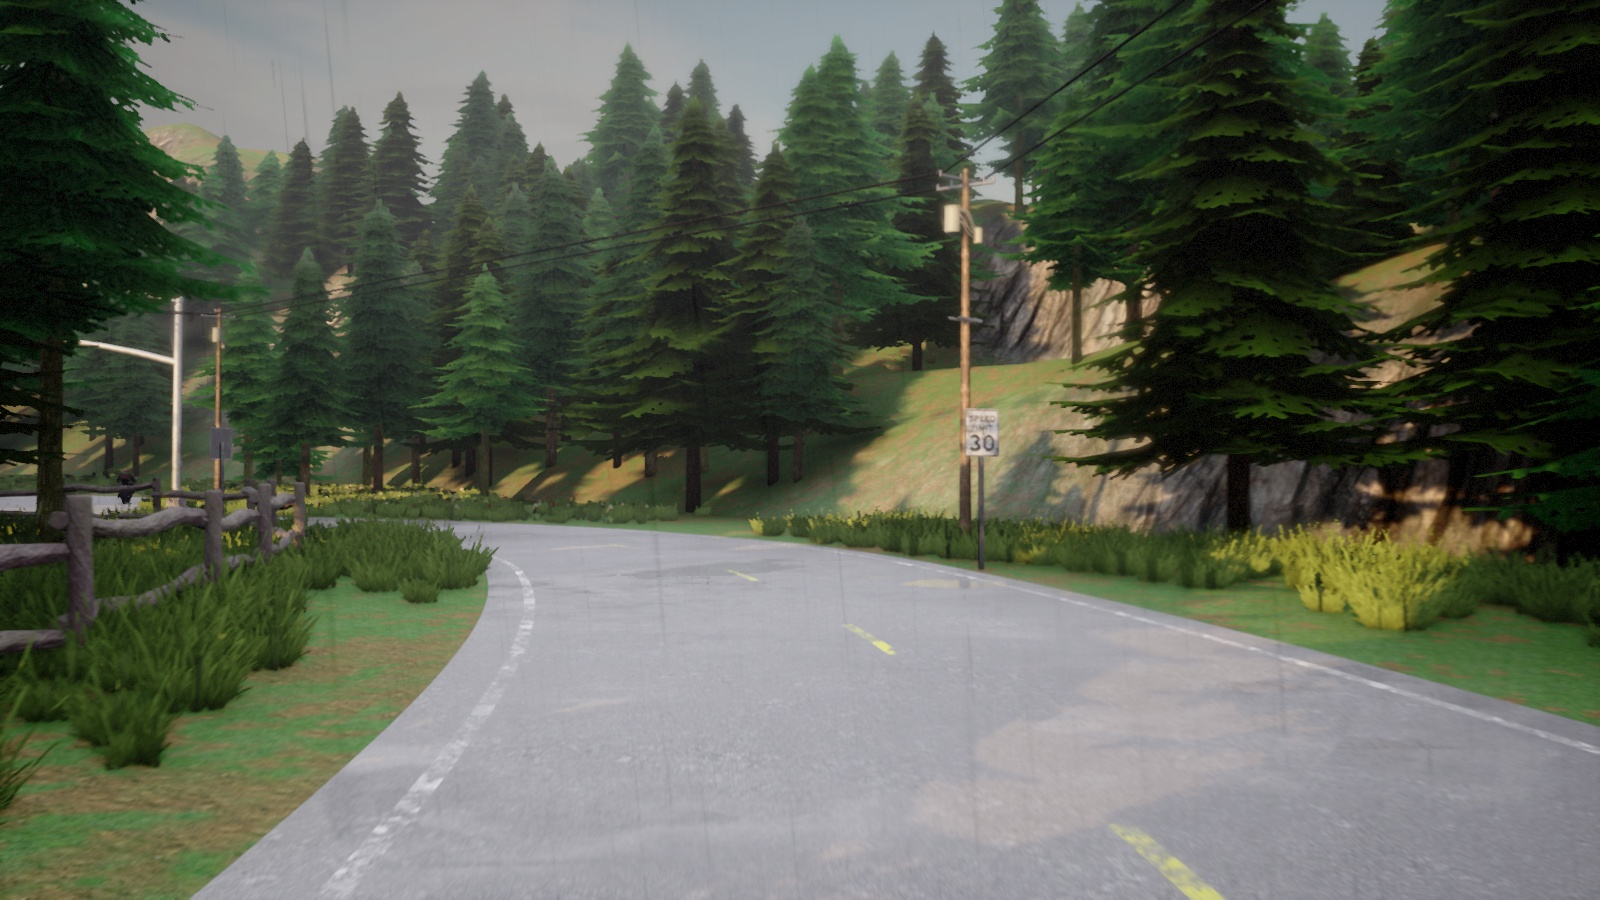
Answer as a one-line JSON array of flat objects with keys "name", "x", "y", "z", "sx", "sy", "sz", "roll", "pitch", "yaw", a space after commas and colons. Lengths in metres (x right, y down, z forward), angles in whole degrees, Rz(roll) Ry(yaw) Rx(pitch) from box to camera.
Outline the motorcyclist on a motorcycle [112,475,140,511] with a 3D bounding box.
[{"name": "motorcyclist on a motorcycle", "x": -29.571, "y": 1.872, "z": 55.102, "sx": 0.866, "sy": 1.530, "sz": 2.191, "roll": 0, "pitch": -1, "yaw": -23}]
